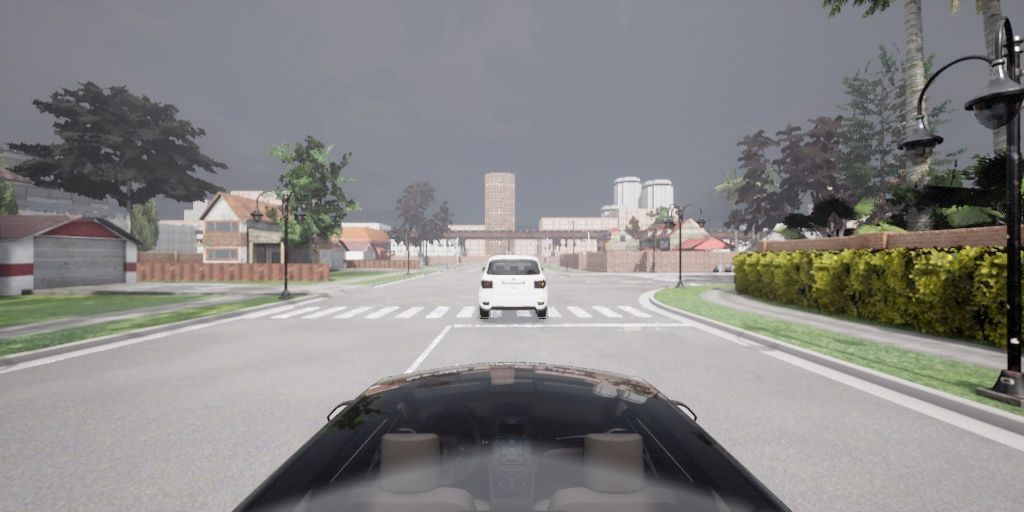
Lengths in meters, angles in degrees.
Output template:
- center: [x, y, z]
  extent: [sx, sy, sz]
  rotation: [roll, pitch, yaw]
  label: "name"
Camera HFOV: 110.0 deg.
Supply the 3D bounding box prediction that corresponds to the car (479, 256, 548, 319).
- center: [0.046, 1.006, 13.181]
  extent: [2.150, 2.045, 5.566]
  rotation: [0, 0, 0]
  label: "car"
